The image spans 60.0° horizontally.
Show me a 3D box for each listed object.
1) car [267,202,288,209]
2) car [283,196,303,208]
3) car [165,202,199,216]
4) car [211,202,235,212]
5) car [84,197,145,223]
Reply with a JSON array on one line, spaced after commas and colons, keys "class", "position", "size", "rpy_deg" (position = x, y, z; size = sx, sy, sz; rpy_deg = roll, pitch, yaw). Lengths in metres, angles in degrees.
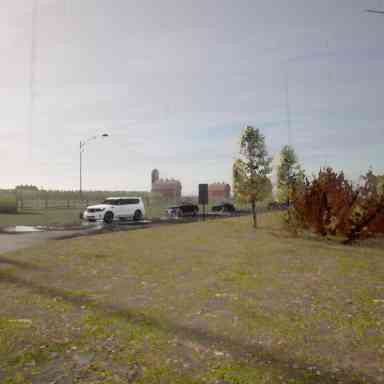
[{"class": "car", "position": [13.531, 1.965, 53.126], "size": [1.837, 1.490, 4.892], "rpy_deg": [-1, -1, 32]}, {"class": "car", "position": [18.765, 1.783, 61.649], "size": [2.150, 2.045, 5.566], "rpy_deg": [-1, -1, 32]}, {"class": "car", "position": [-1.057, 1.817, 36.690], "size": [2.128, 1.511, 4.902], "rpy_deg": [-1, -1, 32]}, {"class": "car", "position": [4.283, 1.986, 45.205], "size": [1.994, 1.385, 4.181], "rpy_deg": [-1, -1, 32]}, {"class": "car", "position": [-6.390, 1.452, 28.174], "size": [2.150, 2.045, 5.566], "rpy_deg": [-1, -1, 34]}]
